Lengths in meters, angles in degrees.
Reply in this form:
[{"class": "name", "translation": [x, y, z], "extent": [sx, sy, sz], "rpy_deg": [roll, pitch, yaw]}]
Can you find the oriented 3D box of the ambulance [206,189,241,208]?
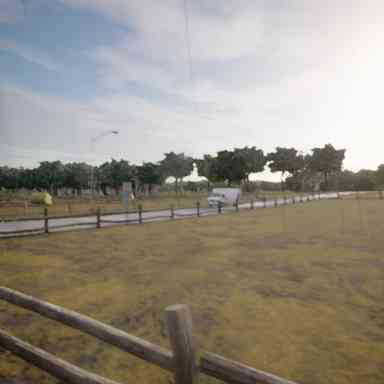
[{"class": "ambulance", "translation": [4.278, 0.792, 44.915], "extent": [2.351, 2.431, 6.366], "rpy_deg": [2, 2, 35]}]
